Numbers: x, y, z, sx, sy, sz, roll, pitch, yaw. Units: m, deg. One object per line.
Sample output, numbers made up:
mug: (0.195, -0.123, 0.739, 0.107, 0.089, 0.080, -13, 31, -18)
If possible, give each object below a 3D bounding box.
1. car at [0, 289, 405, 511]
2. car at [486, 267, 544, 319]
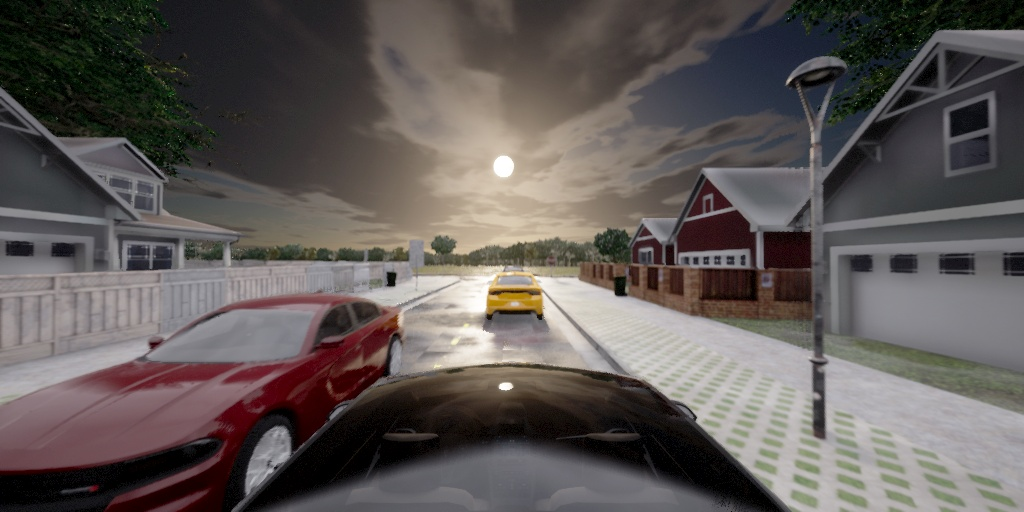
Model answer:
car: (-2.848, 1.254, 4.482, 1.882, 1.535, 5.008, 0, -1, 0)
car: (0.096, 1.342, 13.471, 1.882, 1.535, 5.008, 0, 0, 0)
